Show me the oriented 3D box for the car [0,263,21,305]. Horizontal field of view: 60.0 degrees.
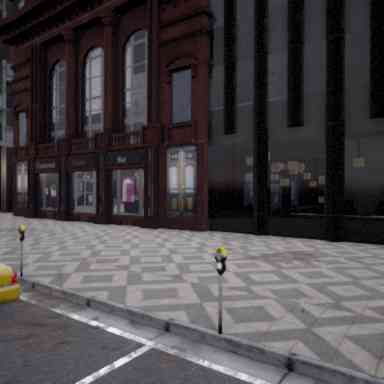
[{"bbox_3d":[-5.372,1.521,6.788,4.829,1.417,1.752,0,0,35],"label":"car"}]
